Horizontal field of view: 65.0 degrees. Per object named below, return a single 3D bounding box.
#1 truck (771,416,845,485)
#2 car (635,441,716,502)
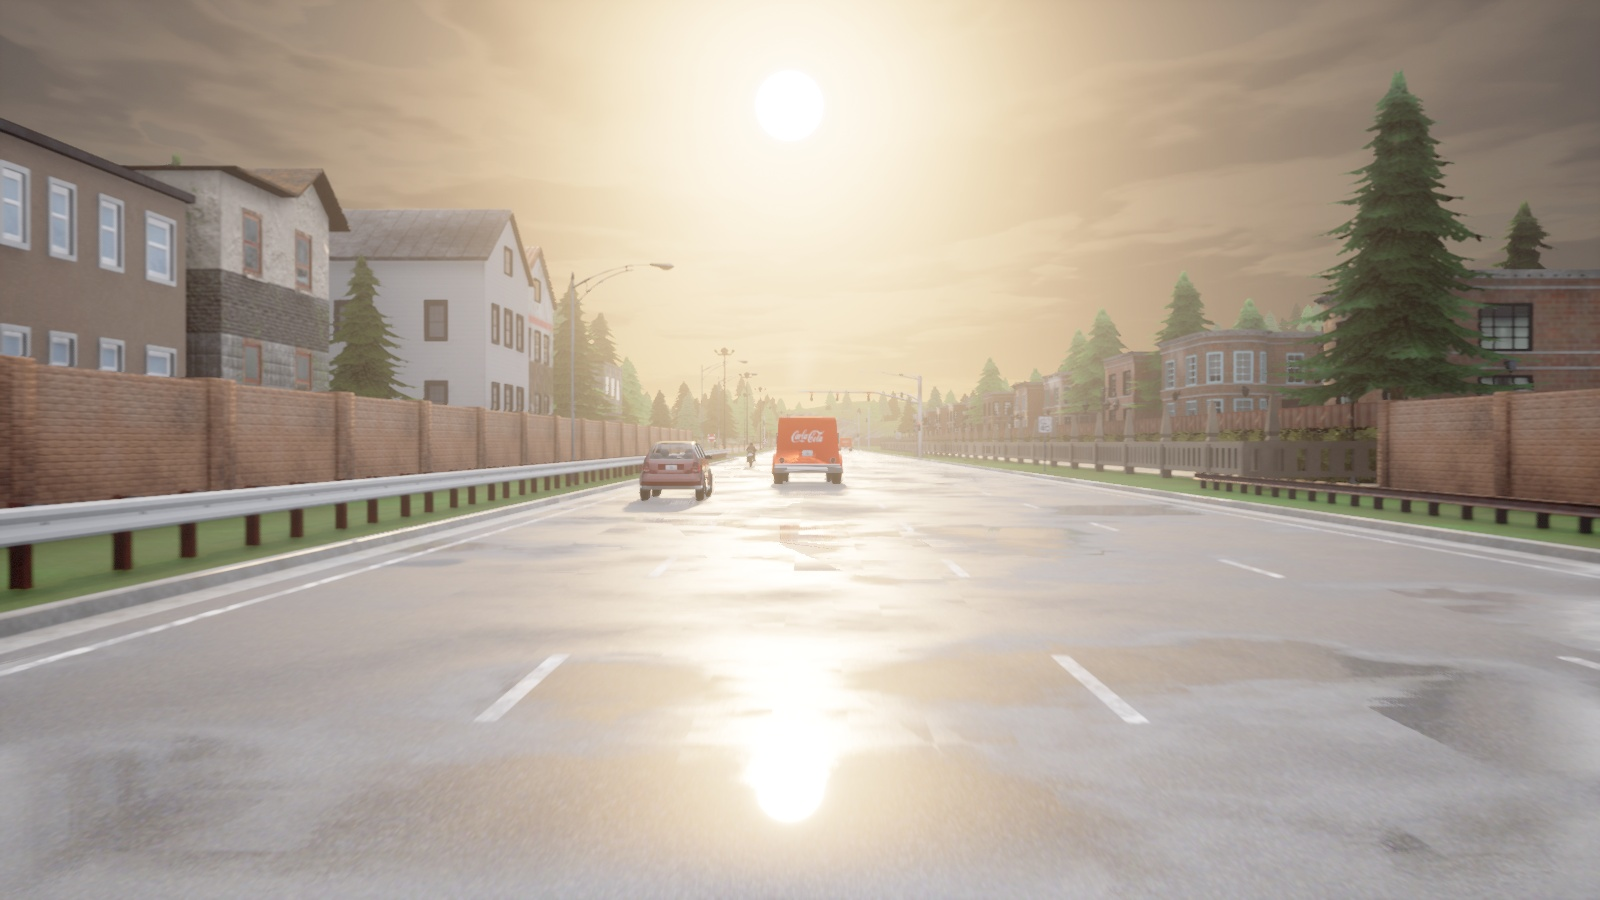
[{"bbox_3d":[0.285,-0.006,47.312,2.627,2.467,5.204,0,0,0],"label":"truck"},{"bbox_3d":[-3.292,0.532,33.869,1.789,1.549,3.705,0,0,0],"label":"car"}]
